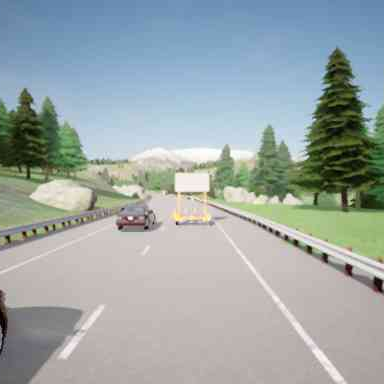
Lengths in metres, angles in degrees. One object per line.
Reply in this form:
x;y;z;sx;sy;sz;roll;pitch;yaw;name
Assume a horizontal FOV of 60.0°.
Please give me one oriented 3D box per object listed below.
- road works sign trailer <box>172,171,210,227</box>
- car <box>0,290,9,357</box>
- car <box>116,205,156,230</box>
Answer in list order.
0.019;0.408;22.556;2.380;3.560;2.880;0;0;-1;road works sign trailer
-3.400;1.471;2.489;1.882;1.535;5.008;0;0;0;car
-3.411;1.495;20.897;2.033;1.411;5.357;0;0;0;car
